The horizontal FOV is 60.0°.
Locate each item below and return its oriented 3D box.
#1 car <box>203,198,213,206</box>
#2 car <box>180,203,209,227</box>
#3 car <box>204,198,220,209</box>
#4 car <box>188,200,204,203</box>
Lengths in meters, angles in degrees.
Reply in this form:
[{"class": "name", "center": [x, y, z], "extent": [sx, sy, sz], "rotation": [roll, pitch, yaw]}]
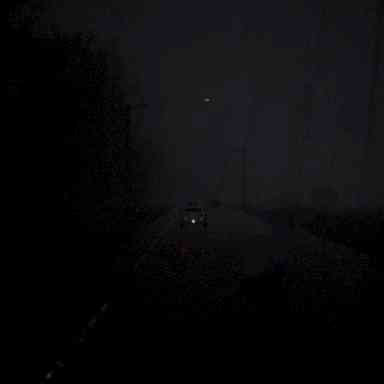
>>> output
[{"class": "car", "center": [3.505, 2.198, 73.374], "extent": [1.837, 1.490, 4.892], "rotation": [0, -1, 0]}, {"class": "car", "center": [0.100, 1.759, 24.638], "extent": [1.812, 1.442, 4.674], "rotation": [0, -1, 0]}, {"class": "car", "center": [3.603, 1.884, 56.114], "extent": [2.097, 1.767, 4.553], "rotation": [0, -1, 0]}, {"class": "car", "center": [0.100, 1.953, 42.822], "extent": [2.033, 1.411, 5.357], "rotation": [0, -1, 0]}]
